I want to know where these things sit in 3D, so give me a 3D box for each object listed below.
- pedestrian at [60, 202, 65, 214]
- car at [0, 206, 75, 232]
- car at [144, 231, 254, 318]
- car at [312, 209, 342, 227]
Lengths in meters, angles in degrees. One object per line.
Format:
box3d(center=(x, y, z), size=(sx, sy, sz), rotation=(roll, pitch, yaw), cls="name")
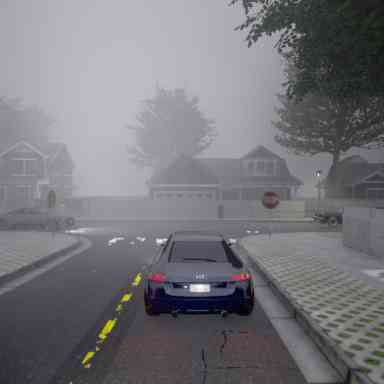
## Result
box3d(center=(-9.823, 1.338, 25.255), size=(0.375, 1.300, 0.375), rotation=(0, 0, -1), cls="pedestrian")
box3d(center=(-9.064, 1.544, 19.402), size=(4.181, 1.385, 1.994), rotation=(0, 1, -1), cls="car")
box3d(center=(0.105, 1.562, 7.514), size=(1.994, 1.385, 4.181), rotation=(0, 0, -1), cls="car")
box3d(center=(10.751, 1.632, 22.602), size=(4.718, 1.301, 1.895), rotation=(0, 1, -1), cls="car")
